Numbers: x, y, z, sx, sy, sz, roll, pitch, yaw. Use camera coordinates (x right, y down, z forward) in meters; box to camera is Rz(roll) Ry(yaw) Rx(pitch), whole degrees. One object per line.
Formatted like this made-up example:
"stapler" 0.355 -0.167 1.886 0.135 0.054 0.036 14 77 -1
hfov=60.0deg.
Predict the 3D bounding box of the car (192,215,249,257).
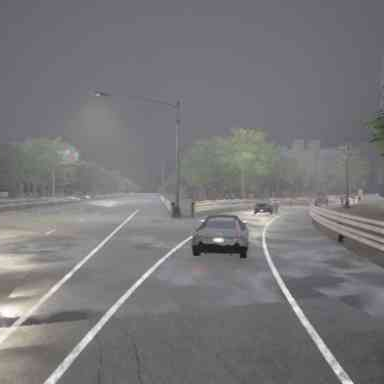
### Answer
"car" 1.221 1.579 13.084 1.994 1.385 4.181 0 0 10

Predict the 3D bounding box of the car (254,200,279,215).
"car" 7.825 1.554 34.601 1.837 1.490 4.892 0 0 25
